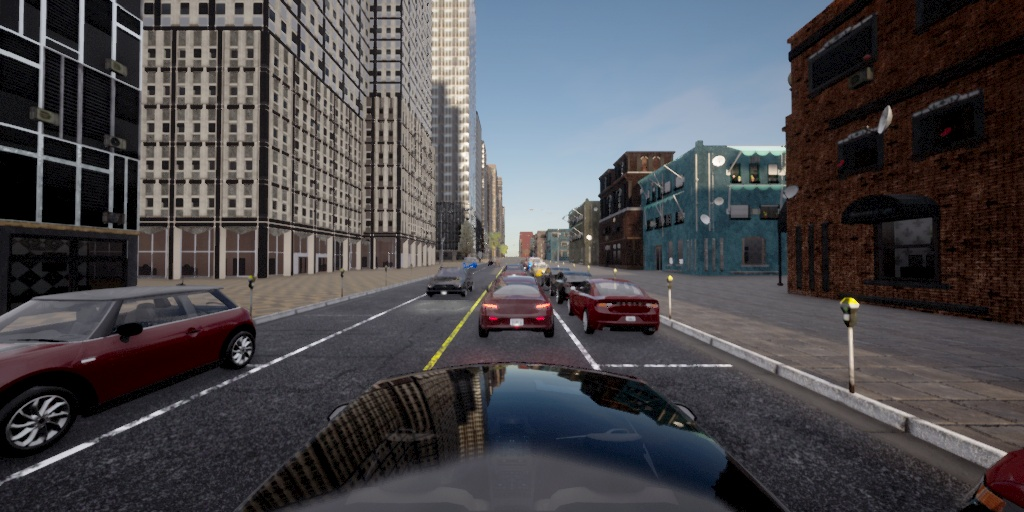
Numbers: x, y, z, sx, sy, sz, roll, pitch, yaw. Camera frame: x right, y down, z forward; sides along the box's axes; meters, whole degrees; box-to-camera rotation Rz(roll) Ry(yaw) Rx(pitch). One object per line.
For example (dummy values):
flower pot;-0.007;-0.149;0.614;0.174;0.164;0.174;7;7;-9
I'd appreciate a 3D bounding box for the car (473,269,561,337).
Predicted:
car;0.106;1.275;10.111;1.812;1.442;4.674;0;0;0

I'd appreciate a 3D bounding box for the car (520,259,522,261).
car;2.745;1.047;53.891;2.192;1.841;5.009;0;0;0

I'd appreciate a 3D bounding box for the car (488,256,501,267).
car;-2.939;0.801;60.369;2.097;1.767;4.553;0;0;0

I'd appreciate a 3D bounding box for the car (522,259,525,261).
car;2.740;1.176;48.413;1.967;1.591;4.097;0;0;0

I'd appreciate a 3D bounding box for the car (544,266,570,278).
car;2.705;1.314;15.944;1.948;1.339;4.313;0;0;0

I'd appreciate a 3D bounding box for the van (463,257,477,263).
van;-5.641;1.077;48.418;1.690;1.789;3.998;0;0;0

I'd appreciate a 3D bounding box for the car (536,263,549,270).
car;2.711;1.312;21.488;1.948;1.339;4.313;0;0;0

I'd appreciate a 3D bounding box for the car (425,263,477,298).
car;-3.085;1.294;18.927;2.033;1.411;5.357;0;0;0

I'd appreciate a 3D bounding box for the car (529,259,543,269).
car;2.723;1.268;32.149;1.751;1.417;4.829;0;0;0

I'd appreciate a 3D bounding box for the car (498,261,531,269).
car;0.129;1.309;26.867;1.994;1.385;4.181;0;0;0

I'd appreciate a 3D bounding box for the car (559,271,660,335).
car;2.700;1.294;10.398;1.888;1.381;4.507;0;0;0

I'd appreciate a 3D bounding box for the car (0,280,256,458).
car;-5.687;1.190;4.857;1.967;1.591;4.097;0;0;0

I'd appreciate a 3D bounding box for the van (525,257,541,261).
van;2.734;1.079;42.935;1.690;1.789;3.998;0;0;0

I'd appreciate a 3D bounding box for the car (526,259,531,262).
car;2.728;1.291;37.457;2.007;1.370;4.403;0;0;0
